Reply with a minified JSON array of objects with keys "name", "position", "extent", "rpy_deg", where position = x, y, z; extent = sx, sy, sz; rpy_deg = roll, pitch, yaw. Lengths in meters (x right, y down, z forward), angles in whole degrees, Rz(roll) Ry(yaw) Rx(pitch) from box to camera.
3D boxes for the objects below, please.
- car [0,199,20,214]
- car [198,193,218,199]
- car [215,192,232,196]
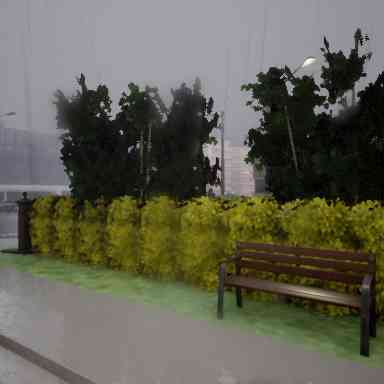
[{"name":"car","position":[-17.098,1.562,34.428],"extent":[1.895,1.301,4.718],"rpy_deg":[0,0,35]},{"name":"car","position":[3.443,0.818,69.564],"extent":[1.895,1.301,4.718],"rpy_deg":[0,1,35]},{"name":"car","position":[6.817,0.691,68.293],"extent":[1.882,1.535,5.008],"rpy_deg":[0,1,35]}]
